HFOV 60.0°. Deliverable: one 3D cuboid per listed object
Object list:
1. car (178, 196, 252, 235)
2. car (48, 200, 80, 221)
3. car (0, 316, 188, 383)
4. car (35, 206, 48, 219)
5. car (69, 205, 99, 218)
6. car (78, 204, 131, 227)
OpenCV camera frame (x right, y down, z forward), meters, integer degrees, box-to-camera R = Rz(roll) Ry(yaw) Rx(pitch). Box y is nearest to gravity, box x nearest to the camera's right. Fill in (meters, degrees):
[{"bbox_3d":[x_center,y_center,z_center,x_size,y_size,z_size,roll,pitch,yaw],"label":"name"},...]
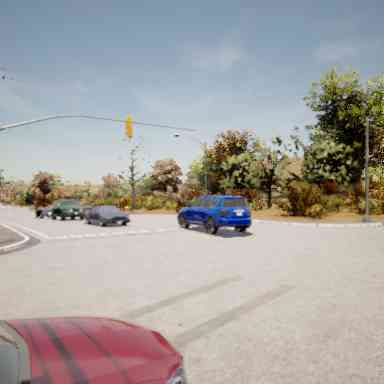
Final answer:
[{"bbox_3d":[1.175,1.256,19.507,2.150,2.045,5.566,1,-1,-28],"label":"car"},{"bbox_3d":[-12.217,1.750,32.838,2.150,2.045,5.566,0,-3,-35],"label":"car"},{"bbox_3d":[-2.158,1.520,2.105,4.674,1.442,1.812,0,0,-35],"label":"car"},{"bbox_3d":[-18.046,2.525,41.169,2.128,1.511,4.902,0,-3,-35],"label":"car"},{"bbox_3d":[-13.317,2.384,40.837,2.128,1.511,4.902,0,-3,-35],"label":"car"},{"bbox_3d":[-6.359,1.713,24.482,2.033,1.411,5.357,0,-2,-35],"label":"car"}]
